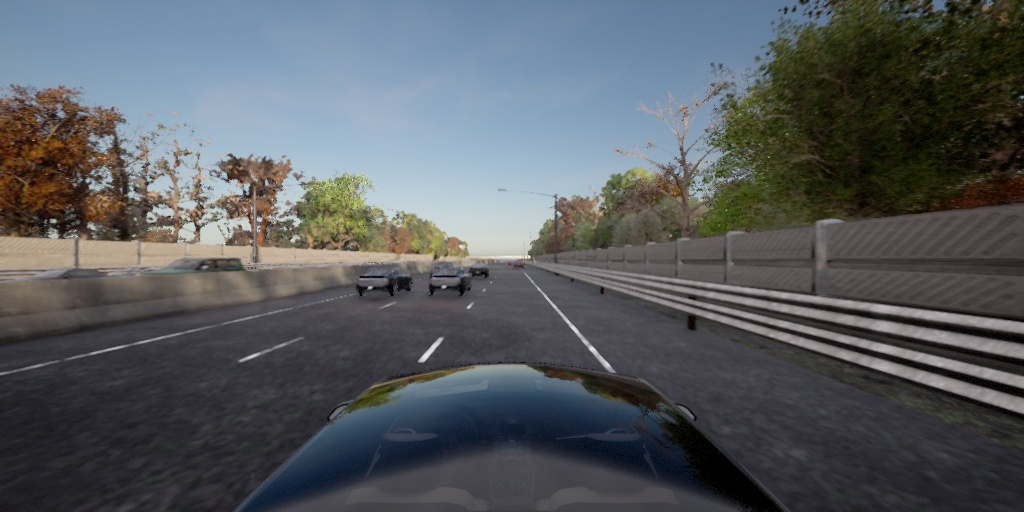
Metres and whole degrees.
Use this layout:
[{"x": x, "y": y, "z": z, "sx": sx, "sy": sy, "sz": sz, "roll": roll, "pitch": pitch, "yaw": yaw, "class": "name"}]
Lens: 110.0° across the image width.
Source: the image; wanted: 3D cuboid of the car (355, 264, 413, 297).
[{"x": -6.899, "y": 1.362, "z": 19.879, "sx": 2.128, "sy": 1.511, "sz": 4.902, "roll": 0, "pitch": 0, "yaw": 0, "class": "car"}]

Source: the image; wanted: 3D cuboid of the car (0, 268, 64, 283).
[{"x": -24.598, "y": 1.395, "z": 19.684, "sx": 1.812, "sy": 1.442, "sz": 4.674, "roll": 0, "pitch": 0, "yaw": 0, "class": "car"}]

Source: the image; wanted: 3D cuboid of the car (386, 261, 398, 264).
[{"x": -21.015, "y": 1.675, "z": 61.767, "sx": 2.128, "sy": 1.511, "sz": 4.902, "roll": 0, "pitch": 0, "yaw": 1, "class": "car"}]

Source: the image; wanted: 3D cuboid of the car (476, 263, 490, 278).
[{"x": -3.397, "y": 1.478, "z": 37.839, "sx": 1.882, "sy": 1.535, "sz": 5.008, "roll": 0, "pitch": 0, "yaw": 0, "class": "car"}]

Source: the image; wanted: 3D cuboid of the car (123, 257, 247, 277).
[{"x": -17.600, "y": 1.094, "z": 20.097, "sx": 2.150, "sy": 2.045, "sz": 5.566, "roll": 0, "pitch": 0, "yaw": 0, "class": "car"}]

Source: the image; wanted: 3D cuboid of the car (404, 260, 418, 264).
[{"x": -17.518, "y": 1.532, "z": 61.877, "sx": 2.097, "sy": 1.767, "sz": 4.553, "roll": 0, "pitch": -1, "yaw": 1, "class": "car"}]

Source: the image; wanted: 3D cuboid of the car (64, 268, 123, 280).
[{"x": -21.098, "y": 1.365, "z": 20.291, "sx": 2.128, "sy": 1.511, "sz": 4.902, "roll": 0, "pitch": 0, "yaw": 0, "class": "car"}]

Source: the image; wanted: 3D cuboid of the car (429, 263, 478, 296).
[{"x": -3.399, "y": 1.366, "z": 20.365, "sx": 2.128, "sy": 1.511, "sz": 4.902, "roll": 0, "pitch": 0, "yaw": 0, "class": "car"}]
